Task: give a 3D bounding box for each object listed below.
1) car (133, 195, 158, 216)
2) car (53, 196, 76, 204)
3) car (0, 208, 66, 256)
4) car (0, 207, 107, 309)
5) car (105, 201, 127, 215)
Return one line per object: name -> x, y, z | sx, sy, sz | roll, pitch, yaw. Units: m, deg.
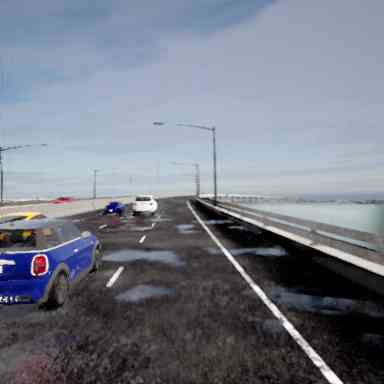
car -> -4.883, 1.371, 35.133 | 2.150, 2.045, 5.566 | -1, 0, -2
car -> -19.550, 1.700, 51.117 | 2.150, 2.045, 5.566 | -1, 0, -4
car -> -7.534, 1.657, 15.125 | 1.882, 1.535, 5.008 | -1, 0, -3
car -> -3.706, 1.442, 8.191 | 2.097, 1.767, 4.553 | -1, 0, -3
car -> -8.432, 1.751, 36.586 | 1.812, 1.442, 4.674 | -1, 0, -2
